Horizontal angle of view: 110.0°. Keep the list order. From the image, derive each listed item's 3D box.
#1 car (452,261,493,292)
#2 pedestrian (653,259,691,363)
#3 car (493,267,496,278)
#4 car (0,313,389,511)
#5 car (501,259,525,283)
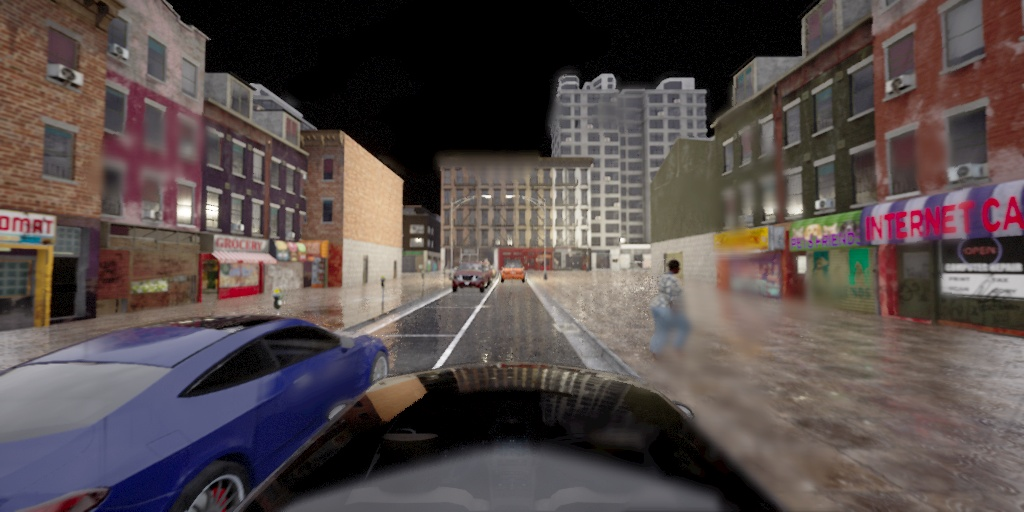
[{"bbox_3d":[-2.633,1.291,23.343,2.192,1.841,5.009,0,0,0],"label":"car"},{"bbox_3d":[2.821,0.940,6.373,0.375,1.860,0.375,-1,-2,0],"label":"pedestrian"},{"bbox_3d":[-2.632,1.351,28.875,2.192,1.841,5.009,0,0,0],"label":"car"},{"bbox_3d":[-2.749,1.295,3.512,1.812,1.442,4.674,0,-1,0],"label":"car"},{"bbox_3d":[0.093,1.431,32.785,2.097,1.767,4.553,0,-1,0],"label":"car"}]
